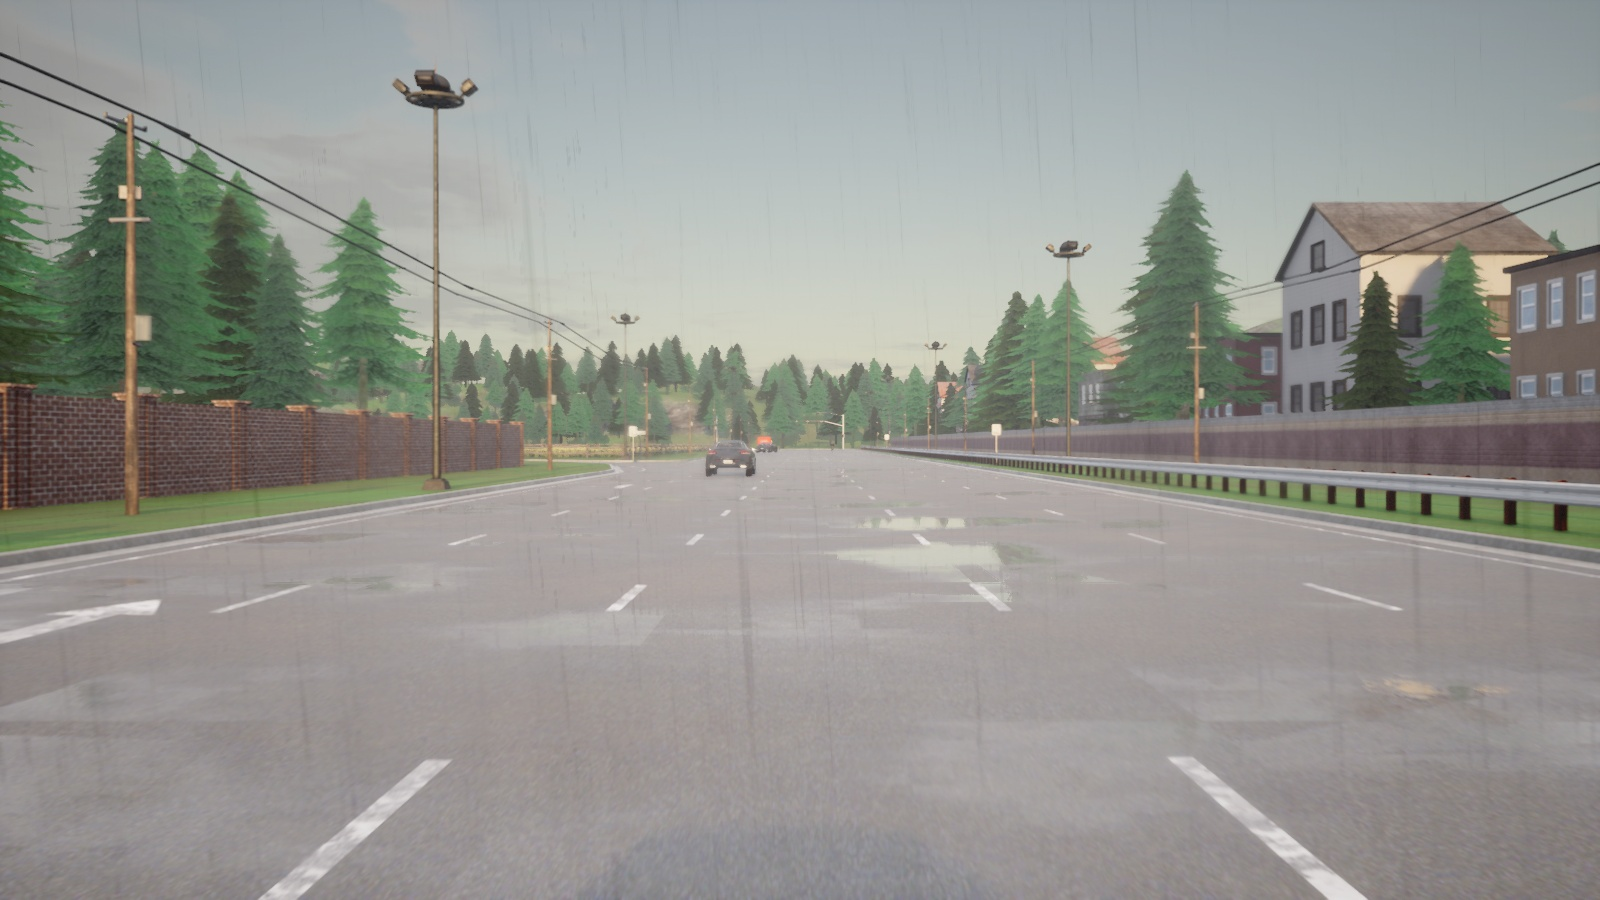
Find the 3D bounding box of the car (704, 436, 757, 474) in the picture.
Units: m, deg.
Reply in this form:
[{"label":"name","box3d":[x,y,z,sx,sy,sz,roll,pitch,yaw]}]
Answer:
[{"label":"car","box3d":[-3.154,0.197,57.810,2.152,1.651,5.027,0,0,0]}]
